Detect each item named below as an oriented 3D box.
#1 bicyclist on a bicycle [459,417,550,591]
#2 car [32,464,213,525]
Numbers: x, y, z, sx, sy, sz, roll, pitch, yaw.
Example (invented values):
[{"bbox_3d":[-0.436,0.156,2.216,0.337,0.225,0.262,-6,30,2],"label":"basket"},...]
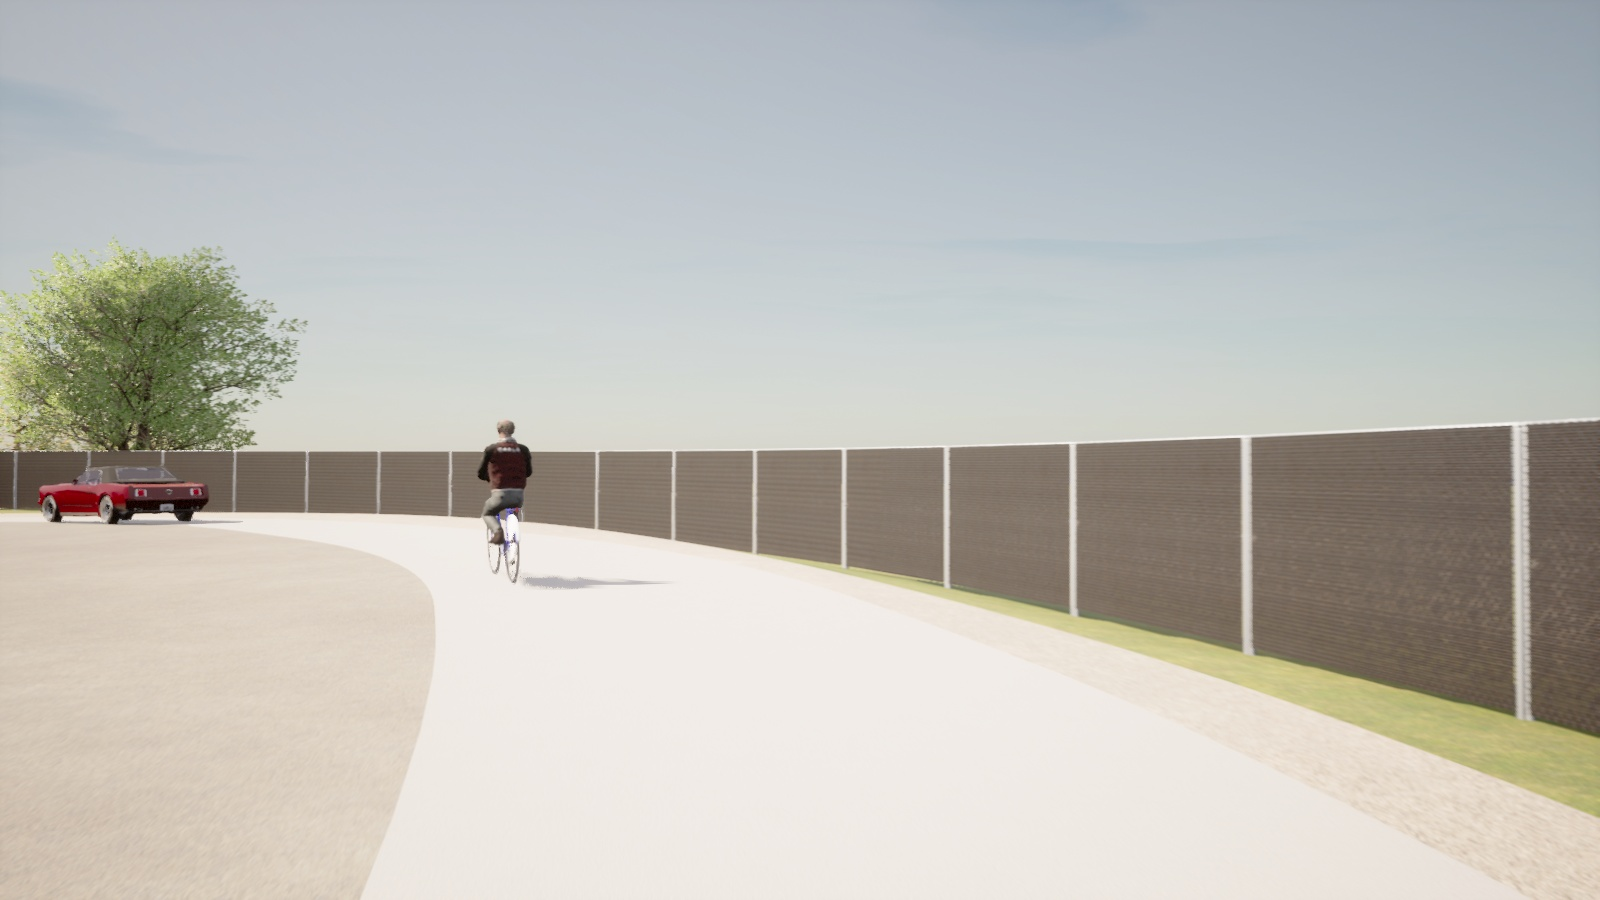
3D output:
[{"bbox_3d":[-3.270,0.548,13.789,0.659,1.776,1.843,0,0,-23],"label":"bicyclist on a bicycle"},{"bbox_3d":[-15.676,1.007,28.959,4.718,1.301,1.895,-2,-1,37],"label":"car"}]
